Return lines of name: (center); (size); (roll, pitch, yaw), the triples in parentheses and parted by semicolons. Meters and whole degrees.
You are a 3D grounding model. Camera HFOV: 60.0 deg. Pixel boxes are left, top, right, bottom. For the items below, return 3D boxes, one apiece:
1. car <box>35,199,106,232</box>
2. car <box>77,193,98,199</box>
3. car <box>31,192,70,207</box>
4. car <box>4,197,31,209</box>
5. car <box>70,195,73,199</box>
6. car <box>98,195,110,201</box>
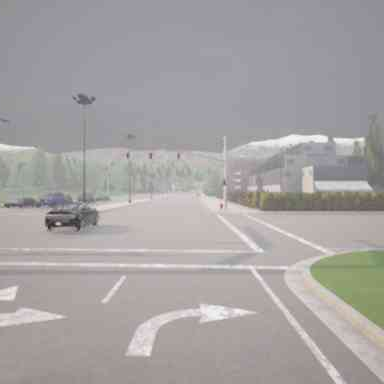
car: (-6.945, 1.416, 19.712); (2.128, 1.511, 4.902); (0, 0, 0)
car: (-18.663, 1.376, 58.772); (1.895, 1.301, 4.718); (0, 0, 0)
car: (-18.675, 1.052, 44.243); (2.150, 2.045, 5.566); (0, 0, 0)
car: (-22.146, 1.380, 43.558); (2.033, 1.411, 5.357); (0, 0, 3)
car: (-22.171, 1.132, 57.131); (2.097, 1.767, 4.553); (0, 0, 0)
car: (-18.613, 1.274, 69.532); (2.033, 1.411, 5.357); (0, 0, 0)
